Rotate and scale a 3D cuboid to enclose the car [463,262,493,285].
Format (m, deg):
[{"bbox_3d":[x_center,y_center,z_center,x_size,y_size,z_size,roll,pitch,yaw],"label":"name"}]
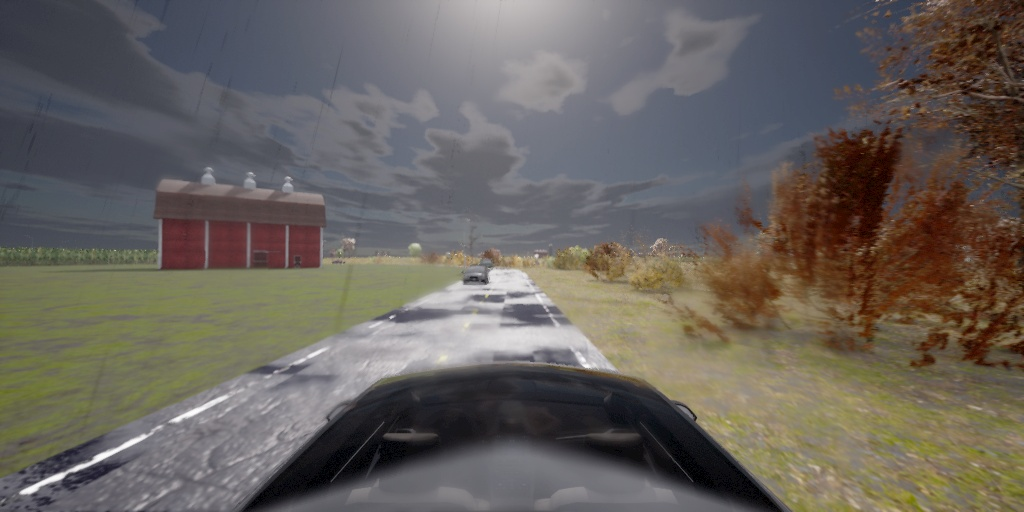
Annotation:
[{"bbox_3d":[-2.834,1.513,29.269,1.837,1.490,4.892,0,-1,0],"label":"car"}]
